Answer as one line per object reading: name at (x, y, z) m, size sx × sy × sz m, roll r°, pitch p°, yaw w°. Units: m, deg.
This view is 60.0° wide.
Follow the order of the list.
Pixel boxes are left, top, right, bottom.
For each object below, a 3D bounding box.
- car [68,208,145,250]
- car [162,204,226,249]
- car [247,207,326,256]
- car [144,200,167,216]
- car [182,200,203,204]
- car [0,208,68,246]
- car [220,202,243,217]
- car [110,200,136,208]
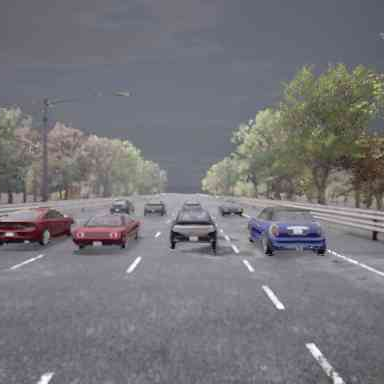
car at (-3.437, 1.593, 14.314) m, size 1.895 × 1.301 × 4.718 m, roll 0°, pitch 0°, yaw 0°
car at (0.061, 1.488, 14.584) m, size 2.128 × 1.511 × 4.902 m, roll 0°, pitch 0°, yaw 0°
car at (3.565, 1.353, 13.326) m, size 2.097 × 1.767 × 4.553 m, roll 0°, pitch 0°, yaw 0°
car at (-3.481, 1.481, 32.220) m, size 2.128 × 1.511 × 4.902 m, roll 0°, pitch 0°, yaw 0°
car at (0.013, 1.485, 32.262) m, size 2.128 × 1.511 × 4.902 m, roll 0°, pitch 0°, yaw 0°
car at (-6.940, 1.465, 15.154) m, size 1.882 × 1.535 × 5.008 m, roll 0°, pitch 0°, yaw 0°
car at (3.523, 1.598, 31.030) m, size 1.895 × 1.301 × 4.718 m, roll 0°, pitch 0°, yaw 0°
car at (-6.984, 1.511, 33.427) m, size 1.812 × 1.442 × 4.674 m, roll 0°, pitch 0°, yaw 0°
